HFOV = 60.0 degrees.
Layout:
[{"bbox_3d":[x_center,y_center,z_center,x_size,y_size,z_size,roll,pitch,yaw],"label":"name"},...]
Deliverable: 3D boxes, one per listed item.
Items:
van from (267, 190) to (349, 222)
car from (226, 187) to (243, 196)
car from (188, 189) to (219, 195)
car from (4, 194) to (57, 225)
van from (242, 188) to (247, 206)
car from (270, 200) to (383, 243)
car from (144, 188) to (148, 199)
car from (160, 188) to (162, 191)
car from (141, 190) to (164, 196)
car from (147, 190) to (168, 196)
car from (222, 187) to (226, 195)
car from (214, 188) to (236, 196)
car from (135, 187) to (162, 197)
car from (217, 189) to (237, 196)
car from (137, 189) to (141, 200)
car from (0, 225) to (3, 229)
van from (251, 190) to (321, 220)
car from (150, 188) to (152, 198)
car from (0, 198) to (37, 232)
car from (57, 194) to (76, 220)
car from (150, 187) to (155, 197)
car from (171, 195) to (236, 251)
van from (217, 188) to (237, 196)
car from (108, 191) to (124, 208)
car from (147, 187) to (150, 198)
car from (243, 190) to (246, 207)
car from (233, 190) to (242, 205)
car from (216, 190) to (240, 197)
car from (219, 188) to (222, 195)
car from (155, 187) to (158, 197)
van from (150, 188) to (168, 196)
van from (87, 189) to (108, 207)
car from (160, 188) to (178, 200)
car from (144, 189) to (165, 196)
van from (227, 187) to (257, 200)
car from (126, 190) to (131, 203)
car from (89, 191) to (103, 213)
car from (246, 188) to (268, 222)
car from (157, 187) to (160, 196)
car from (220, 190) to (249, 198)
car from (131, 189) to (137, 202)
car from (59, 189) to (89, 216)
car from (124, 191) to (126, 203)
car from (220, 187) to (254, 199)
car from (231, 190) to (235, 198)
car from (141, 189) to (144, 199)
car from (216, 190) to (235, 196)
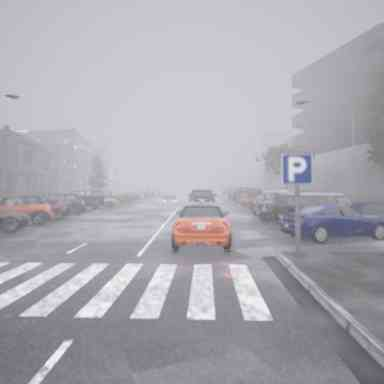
[{"bbox_3d":[6.606,1.011,17.819,4.442,1.987,1.878,0,1,-17],"label":"van"},{"bbox_3d":[7.616,0.507,41.800,5.566,2.045,2.435,0,1,-18],"label":"car"},{"bbox_3d":[0.828,0.766,27.262,2.150,2.045,5.566,0,1,2],"label":"car"},{"bbox_3d":[-10.540,1.032,19.379,4.553,1.767,2.185,-1,1,-19],"label":"car"},{"bbox_3d":[7.193,0.772,29.808,4.442,1.987,1.878,0,1,-17],"label":"van"},{"bbox_3d":[6.339,1.295,14.793,5.008,1.535,2.097,0,1,-17],"label":"car"},{"bbox_3d":[-9.943,0.525,51.707,5.008,1.535,2.097,-1,1,-19],"label":"car"},{"bbox_3d":[-9.667,0.271,69.247,5.366,1.575,1.946,-1,1,-18],"label":"car"},{"bbox_3d":[-9.225,0.227,78.103,4.892,1.521,2.231,-1,0,-18],"label":"car"},{"bbox_3d":[-8.955,0.232,86.898,5.008,1.535,2.097,-1,0,-18],"label":"car"},{"bbox_3d":[7.801,0.387,47.815,5.566,2.045,2.435,0,1,-18],"label":"car"},{"bbox_3d":[9.055,0.043,92.670,5.566,2.045,2.435,1,0,-18],"label":"car"},{"bbox_3d":[-9.437,0.001,72.220,5.566,2.045,2.435,-1,1,-18],"label":"car"},{"bbox_3d":[8.740,0.126,83.706,4.553,1.767,2.185,1,0,-18],"label":"car"},{"bbox_3d":[-10.078,0.641,45.839,4.892,1.521,2.231,-1,1,-19],"label":"car"},{"bbox_3d":[-10.656,1.313,13.477,4.674,1.452,2.002,-1,1,-19],"label":"car"},{"bbox_3d":[6.681,0.890,23.732,4.442,1.987,1.878,0,2,-17],"label":"van"},{"bbox_3d":[-9.810,0.459,57.580,4.674,1.452,2.002,-1,1,-18],"label":"car"},{"bbox_3d":[-10.585,1.244,16.438,4.792,1.488,2.163,-1,1,-19],"label":"car"},{"bbox_3d":[-10.549,1.130,22.313,4.792,1.488,2.163,-1,1,-19],"label":"car"},{"bbox_3d":[-9.702,0.248,60.508,4.553,1.767,2.185,-1,1,-18],"label":"car"},{"bbox_3d":[0.397,1.169,13.335,2.097,1.767,4.553,0,1,2],"label":"car"},{"bbox_3d":[8.567,0.022,80.678,4.442,1.987,1.878,1,0,-18],"label":"van"},{"bbox_3d":[-10.145,0.863,34.161,5.366,1.575,1.946,-1,1,-19],"label":"car"},{"bbox_3d":[-9.850,0.344,54.644,4.553,1.767,2.185,-1,1,-19],"label":"car"},{"bbox_3d":[6.907,0.931,26.764,4.553,1.767,2.185,0,1,-17],"label":"car"},{"bbox_3d":[7.359,0.879,35.776,4.892,1.521,2.231,0,2,-18],"label":"car"},{"bbox_3d":[8.405,0.251,77.666,5.366,1.575,1.946,1,0,-18],"label":"car"},{"bbox_3d":[7.815,0.461,56.732,5.366,1.575,1.946,0,1,-18],"label":"car"},{"bbox_3d":[-9.647,0.333,63.440,5.008,1.535,2.097,-1,1,-18],"label":"car"},{"bbox_3d":[-8.962,0.022,89.795,4.442,1.987,1.878,-1,0,-18],"label":"van"},{"bbox_3d":[-10.489,0.704,31.121,4.442,1.987,1.878,-1,1,-19],"label":"van"},{"bbox_3d":[-3.538,0.517,54.103,1.837,1.490,4.892,0,1,2],"label":"car"},{"bbox_3d":[-9.109,0.095,81.039,4.553,1.767,2.185,-1,0,-18],"label":"car"},{"bbox_3d":[8.031,0.295,53.833,4.442,1.987,1.878,0,1,-18],"label":"van"},{"bbox_3d":[-10.179,0.784,39.980,4.792,1.488,2.163,-1,1,-19],"label":"car"},{"bbox_3d":[-10.434,0.984,28.223,5.008,1.535,2.097,-1,1,-19],"label":"car"},{"bbox_3d":[6.617,0.925,20.762,5.566,2.045,2.435,1,2,-17],"label":"car"},{"bbox_3d":[-9.580,0.301,66.370,5.008,1.535,2.097,-1,1,-18],"label":"car"},{"bbox_3d":[8.405,0.337,65.823,5.366,1.575,1.946,1,0,-18],"label":"car"},{"bbox_3d":[-10.154,0.697,42.906,5.008,1.535,2.097,-1,1,-19],"label":"car"},{"bbox_3d":[-10.447,0.916,25.277,4.553,1.767,2.185,-1,1,-19],"label":"car"},{"bbox_3d":[-10.274,0.812,37.036,5.008,1.535,2.097,-1,1,-19],"label":"car"},{"bbox_3d":[8.097,0.165,59.790,5.566,2.045,2.435,1,1,-18],"label":"car"},{"bbox_3d":[7.498,0.847,38.793,4.792,1.488,2.163,0,1,-18],"label":"car"},{"bbox_3d":[-10.009,0.584,48.771,4.892,1.521,2.231,-1,1,-19],"label":"car"},{"bbox_3d":[8.997,0.304,89.706,4.792,1.488,2.163,1,-1,-18],"label":"car"}]
